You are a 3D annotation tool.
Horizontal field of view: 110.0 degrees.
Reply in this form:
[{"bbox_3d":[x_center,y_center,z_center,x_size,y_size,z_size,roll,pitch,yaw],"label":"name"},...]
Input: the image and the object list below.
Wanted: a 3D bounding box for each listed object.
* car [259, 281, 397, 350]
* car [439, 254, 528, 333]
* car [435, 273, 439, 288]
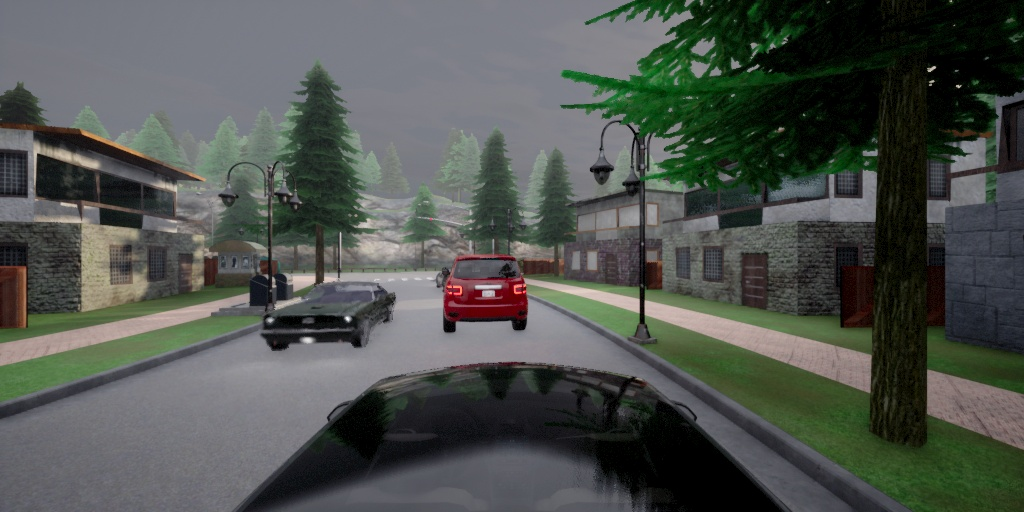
[{"bbox_3d":[-4.314,1.351,9.232,1.895,1.301,4.718,0,0,-8],"label":"car"},{"bbox_3d":[-0.952,0.971,11.023,2.150,2.045,5.566,0,0,-9],"label":"car"},{"bbox_3d":[-3.368,1.297,21.206,2.033,1.411,5.357,0,0,-18],"label":"car"}]
